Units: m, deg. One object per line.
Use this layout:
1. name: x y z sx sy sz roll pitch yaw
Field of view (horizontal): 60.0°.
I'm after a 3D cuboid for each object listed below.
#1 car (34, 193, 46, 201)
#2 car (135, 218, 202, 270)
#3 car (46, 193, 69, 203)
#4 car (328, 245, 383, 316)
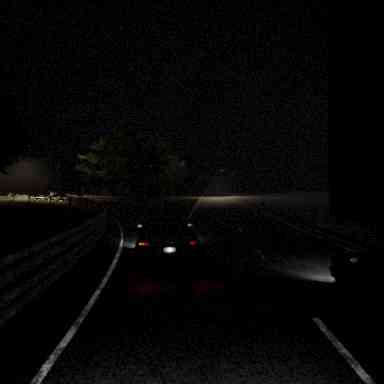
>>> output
1. car: -30.752 0.878 67.559 2.128 1.511 4.902 -1 1 -36
2. car: -0.883 1.556 11.150 1.994 1.385 4.181 0 0 -8
3. car: -23.965 0.981 59.844 2.097 1.767 4.553 -1 1 -43
4. car: 4.001 1.526 5.350 2.033 1.411 5.357 0 0 3
